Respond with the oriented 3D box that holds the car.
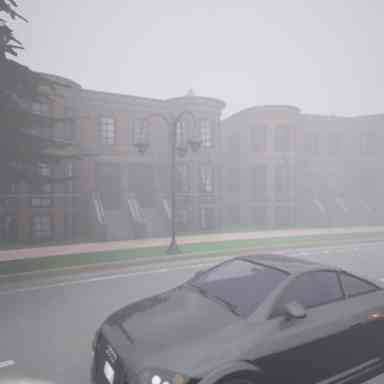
[{"bbox_3d":[0.930,1.548,4.199,4.181,1.385,1.994,0,0,-30],"label":"car"}]
